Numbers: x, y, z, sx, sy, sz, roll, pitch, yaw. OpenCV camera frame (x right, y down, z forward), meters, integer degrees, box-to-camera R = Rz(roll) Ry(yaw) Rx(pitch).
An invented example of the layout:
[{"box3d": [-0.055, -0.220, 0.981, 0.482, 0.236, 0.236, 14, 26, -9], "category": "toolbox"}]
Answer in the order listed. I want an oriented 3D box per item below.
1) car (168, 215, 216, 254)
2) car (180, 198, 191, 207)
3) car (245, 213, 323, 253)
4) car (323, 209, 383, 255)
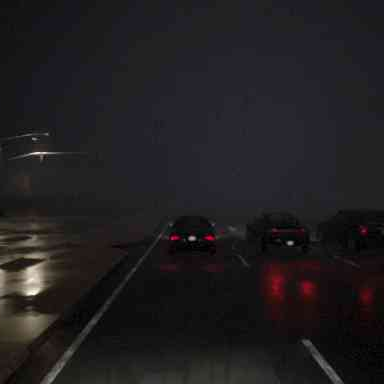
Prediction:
[{"box3d": [0.005, 1.679, 13.997, 2.033, 1.411, 5.357, 0, -1, 0], "category": "car"}, {"box3d": [-1.298, 2.183, 66.876, 1.994, 1.385, 4.181, 0, -1, 0], "category": "car"}, {"box3d": [3.505, 1.627, 14.293, 2.128, 1.511, 4.902, 0, 0, 0], "category": "car"}, {"box3d": [7.005, 1.483, 14.089, 2.097, 1.767, 4.553, 0, -1, 0], "category": "car"}]
